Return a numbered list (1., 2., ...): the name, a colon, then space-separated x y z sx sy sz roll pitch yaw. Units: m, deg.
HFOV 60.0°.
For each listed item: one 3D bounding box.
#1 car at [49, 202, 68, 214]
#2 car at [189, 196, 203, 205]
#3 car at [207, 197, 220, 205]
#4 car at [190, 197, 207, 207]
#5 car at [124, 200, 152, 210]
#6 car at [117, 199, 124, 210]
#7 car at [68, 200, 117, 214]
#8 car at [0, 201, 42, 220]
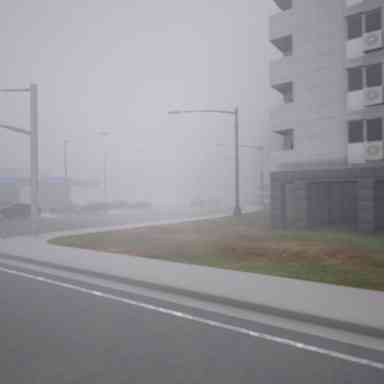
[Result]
1. car: -15.410 1.937 41.001 1.994 1.385 4.181 -1 0 31
2. car: 0.774 1.749 68.238 2.097 1.767 4.553 0 0 -8
3. car: 4.224 1.721 68.470 2.097 1.767 4.553 0 0 -8
4. car: 1.046 1.900 58.282 1.994 1.385 4.181 -1 0 5
5. car: -7.753 1.958 49.363 1.895 1.301 4.718 -1 0 16
6. car: -11.179 1.869 50.169 1.882 1.535 5.008 -1 0 16
7. car: -11.896 1.829 40.079 2.128 1.511 4.902 -1 0 30
8. car: -17.206 1.813 32.227 1.882 1.535 5.008 -1 0 36
